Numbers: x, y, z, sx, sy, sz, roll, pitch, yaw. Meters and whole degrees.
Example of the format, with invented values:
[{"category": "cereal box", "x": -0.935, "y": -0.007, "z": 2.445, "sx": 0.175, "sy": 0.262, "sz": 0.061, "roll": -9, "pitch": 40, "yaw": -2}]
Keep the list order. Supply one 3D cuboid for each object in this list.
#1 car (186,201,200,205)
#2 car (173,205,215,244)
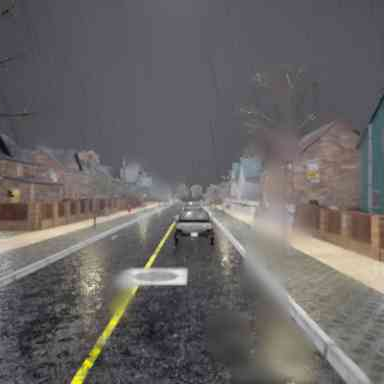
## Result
[{"category": "car", "x": 0.102, "y": 1.763, "z": 36.321, "sx": 2.128, "sy": 1.511, "sz": 4.902, "roll": 0, "pitch": -1, "yaw": 0}, {"category": "car", "x": 0.101, "y": 1.592, "z": 16.395, "sx": 2.128, "sy": 1.511, "sz": 4.902, "roll": 0, "pitch": 0, "yaw": 0}]
